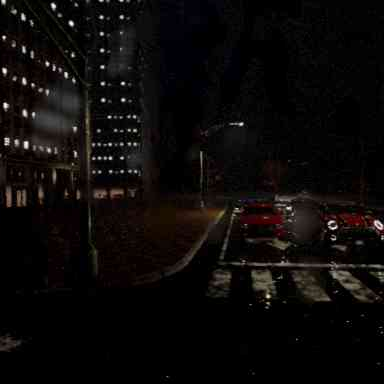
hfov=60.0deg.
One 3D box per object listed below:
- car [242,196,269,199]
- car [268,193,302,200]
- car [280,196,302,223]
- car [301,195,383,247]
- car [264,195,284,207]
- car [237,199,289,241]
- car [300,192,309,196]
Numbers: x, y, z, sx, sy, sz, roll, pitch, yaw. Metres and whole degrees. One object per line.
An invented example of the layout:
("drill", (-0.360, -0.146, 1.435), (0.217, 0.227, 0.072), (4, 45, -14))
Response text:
("car", (4.651, 1.272, 25.813), (1.812, 1.442, 4.674), (-1, 0, 8))
("car", (8.883, 1.118, 32.233), (2.128, 1.511, 4.902), (-1, 0, 9))
("car", (7.486, 1.234, 22.716), (1.837, 1.490, 4.892), (-1, 0, 8))
("car", (6.198, 1.175, 13.916), (2.097, 1.767, 4.553), (-1, 0, 8))
("car", (10.332, 1.082, 42.161), (1.994, 1.385, 4.181), (-1, 1, 8))
("car", (3.217, 1.329, 15.996), (1.882, 1.535, 5.008), (-1, 0, 8))
("car", (18.223, 0.803, 54.826), (1.812, 1.442, 4.674), (-1, 1, 4))
